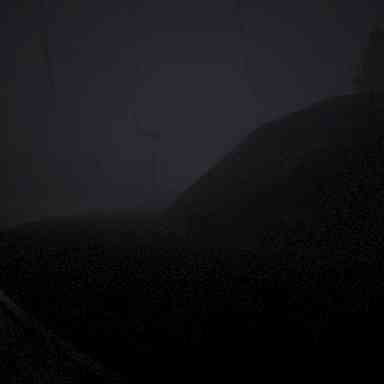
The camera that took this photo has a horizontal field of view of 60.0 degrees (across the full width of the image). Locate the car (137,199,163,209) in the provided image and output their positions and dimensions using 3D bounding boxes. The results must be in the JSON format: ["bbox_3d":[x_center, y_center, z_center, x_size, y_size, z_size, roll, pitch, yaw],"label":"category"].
[{"bbox_3d":[-7.185,1.983,57.576,2.097,1.767,4.553,-1,-1,42],"label":"car"}]
